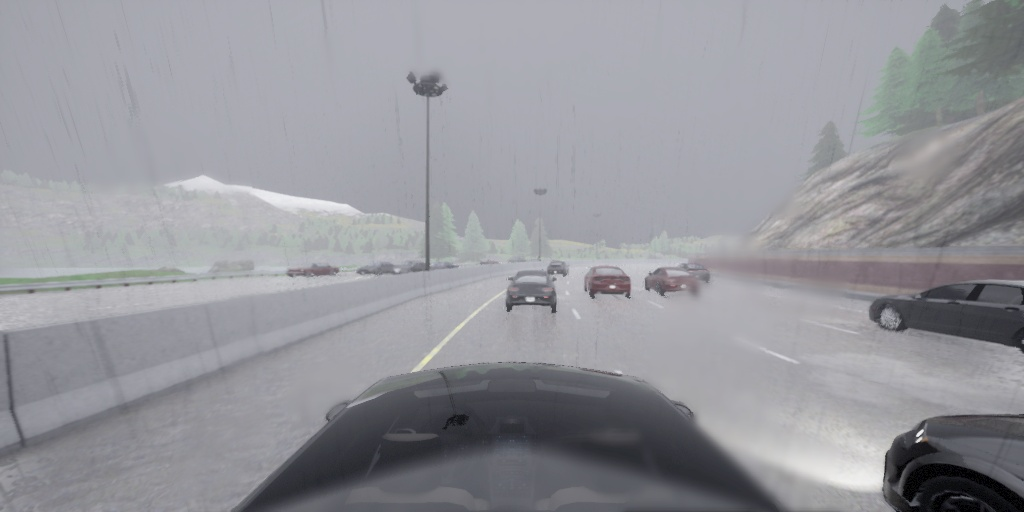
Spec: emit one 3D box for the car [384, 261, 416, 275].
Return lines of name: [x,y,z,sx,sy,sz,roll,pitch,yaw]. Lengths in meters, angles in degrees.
car: [-10.075,1.213,35.498,2.128,1.511,4.902,0,0,14]

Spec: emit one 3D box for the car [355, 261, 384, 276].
car: [-13.480,1.259,36.454,2.033,1.411,5.357,0,0,13]

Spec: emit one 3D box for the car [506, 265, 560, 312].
car: [0.807,1.279,14.266,1.812,1.442,4.674,0,0,5]

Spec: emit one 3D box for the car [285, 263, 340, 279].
car: [-17.910,1.299,32.397,1.895,1.301,4.718,0,0,11]

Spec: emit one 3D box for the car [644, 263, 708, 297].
car: [8.416,1.302,19.110,1.812,1.442,4.674,0,0,7]

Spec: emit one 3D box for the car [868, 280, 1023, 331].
car: [10.872,1.288,8.043,1.837,1.490,4.892,0,0,3]

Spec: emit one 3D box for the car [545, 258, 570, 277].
car: [4.677,1.271,36.125,1.837,1.490,4.892,0,0,14]

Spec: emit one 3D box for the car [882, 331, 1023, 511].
car: [3.688,1.325,0.822,1.994,1.385,4.181,0,0,0]

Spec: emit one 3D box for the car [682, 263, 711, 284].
car: [13.321,1.283,26.966,2.128,1.511,4.902,0,0,11]

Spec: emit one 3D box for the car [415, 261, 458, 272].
car: [-6.803,1.279,34.307,2.033,1.411,5.357,0,0,13]

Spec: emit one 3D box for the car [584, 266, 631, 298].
car: [4.834,1.243,18.646,1.882,1.535,5.008,0,0,7]
